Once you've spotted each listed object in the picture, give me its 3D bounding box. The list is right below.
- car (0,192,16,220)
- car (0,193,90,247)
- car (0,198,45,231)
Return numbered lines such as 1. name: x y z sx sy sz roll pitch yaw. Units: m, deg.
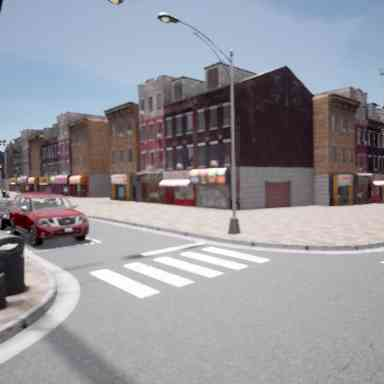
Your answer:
1. car: -13.256 0.861 21.984 1.967 1.590 4.097 -2 3 -41
2. car: -6.117 0.997 13.874 2.192 1.841 5.009 -2 3 -41
3. car: -9.686 1.117 17.936 1.947 1.339 4.313 -2 3 -41
